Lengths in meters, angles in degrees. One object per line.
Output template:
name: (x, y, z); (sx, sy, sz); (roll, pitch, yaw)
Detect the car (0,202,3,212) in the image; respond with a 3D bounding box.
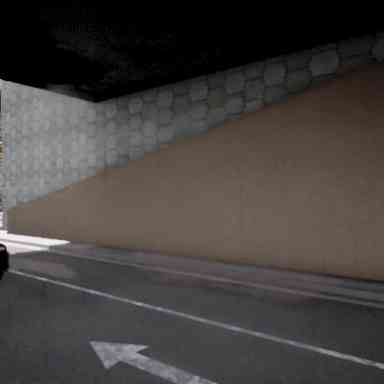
car: (-17.084, 1.767, 33.138); (4.974, 1.542, 2.038); (0, 0, 0)

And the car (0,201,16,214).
car: (-20.786, 1.654, 35.948); (1.853, 1.218, 4.536); (0, 0, -10)

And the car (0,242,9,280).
car: (-6.728, 1.591, 8.775); (4.902, 1.511, 2.128); (-1, 0, 36)
